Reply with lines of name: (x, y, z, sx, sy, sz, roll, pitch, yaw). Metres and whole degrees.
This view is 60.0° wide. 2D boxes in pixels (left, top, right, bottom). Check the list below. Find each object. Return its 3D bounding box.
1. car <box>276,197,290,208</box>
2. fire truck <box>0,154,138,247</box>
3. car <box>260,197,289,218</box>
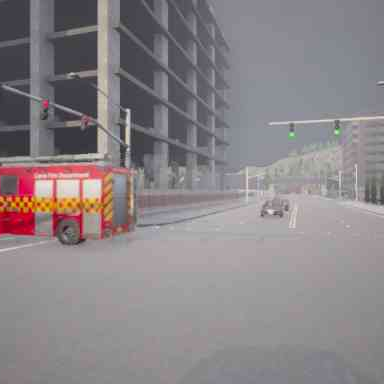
car: (13.537, 1.526, 49.356, 1.812, 1.442, 4.674, 0, 0, 19)
fire truck: (-6.978, 0.342, 15.669, 8.468, 3.827, 2.891, 0, 0, 18)
car: (7.420, 1.491, 30.427, 2.128, 1.511, 4.902, 0, 0, 18)
